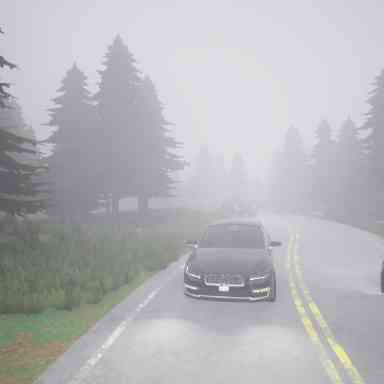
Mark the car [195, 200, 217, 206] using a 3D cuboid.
[{"bbox_3d":[1.991,1.798,44.873,1.812,1.442,4.674,3,-5,-35],"label":"car"}]

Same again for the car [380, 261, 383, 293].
[{"bbox_3d":[4.501,1.308,4.651,2.097,1.767,4.553,-1,0,9],"label":"car"}]

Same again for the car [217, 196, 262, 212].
[{"bbox_3d":[3.962,1.191,28.527,2.097,1.767,4.553,0,1,-9],"label":"car"}]

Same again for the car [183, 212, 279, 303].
[{"bbox_3d":[1.105,1.496,8.427,1.837,1.490,4.892,-1,0,13],"label":"car"}]

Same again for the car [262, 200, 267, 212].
[{"bbox_3d":[6.260,1.409,35.741,1.837,1.490,4.892,2,-1,-15],"label":"car"}]
